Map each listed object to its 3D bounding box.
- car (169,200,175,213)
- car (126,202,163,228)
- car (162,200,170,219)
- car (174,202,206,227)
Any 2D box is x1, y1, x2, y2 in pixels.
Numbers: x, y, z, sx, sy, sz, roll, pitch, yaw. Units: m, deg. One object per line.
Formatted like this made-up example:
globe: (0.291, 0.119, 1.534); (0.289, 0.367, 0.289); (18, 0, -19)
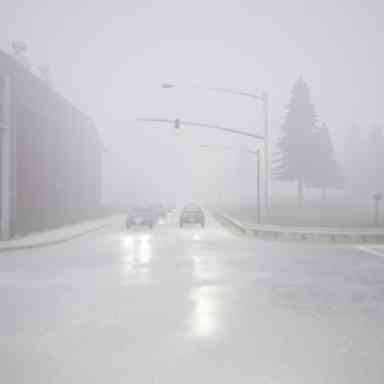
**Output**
car: (-3.584, 2.034, 44.176); (1.812, 1.442, 4.674); (0, -1, 0)
car: (-3.595, 1.775, 24.442); (2.128, 1.511, 4.902); (0, -1, 0)
car: (-3.591, 1.896, 33.913); (1.837, 1.490, 4.892); (0, -1, 0)
car: (0.005, 1.783, 25.260); (2.128, 1.511, 4.902); (0, -1, 0)
